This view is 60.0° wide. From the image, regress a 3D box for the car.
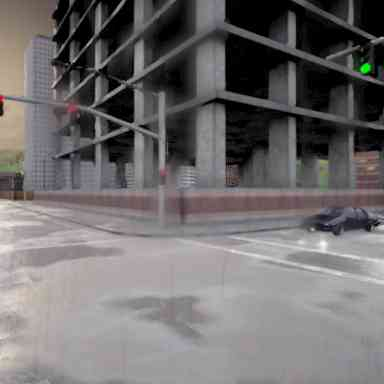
[{"bbox_3d":[8.292,1.502,18.359,5.357,1.411,2.033,0,0,-35],"label":"car"}]
